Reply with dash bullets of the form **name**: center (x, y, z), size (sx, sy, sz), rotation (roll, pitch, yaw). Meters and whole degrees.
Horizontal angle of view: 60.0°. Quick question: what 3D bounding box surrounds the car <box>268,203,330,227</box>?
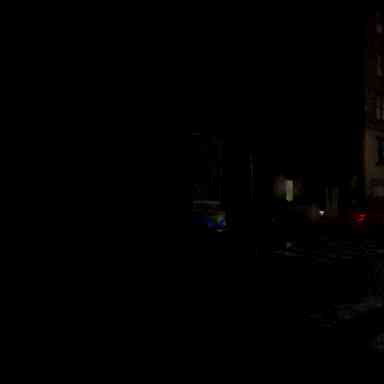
- **car**: center (7.097, 1.428, 22.630), size (1.967, 1.590, 4.097), rotation (0, 0, -35)

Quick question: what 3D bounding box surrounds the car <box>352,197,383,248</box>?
- **car**: center (9.525, 1.221, 13.348), size (5.566, 2.045, 2.150), rotation (0, 0, 29)

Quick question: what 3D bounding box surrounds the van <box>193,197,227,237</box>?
- **van**: center (0.128, 1.343, 17.718), size (1.690, 1.788, 3.998), rotation (0, 0, -35)
